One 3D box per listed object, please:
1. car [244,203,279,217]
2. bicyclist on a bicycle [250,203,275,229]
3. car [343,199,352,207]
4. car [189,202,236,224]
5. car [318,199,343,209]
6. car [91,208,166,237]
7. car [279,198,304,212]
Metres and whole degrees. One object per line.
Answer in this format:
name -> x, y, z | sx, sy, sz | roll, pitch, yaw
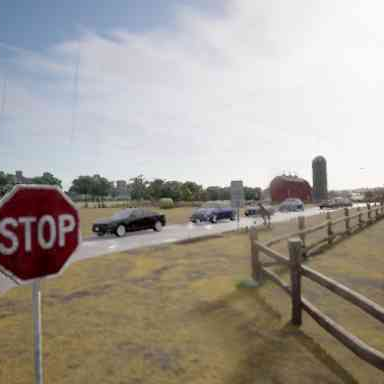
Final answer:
car -> 7.097, 1.837, 34.957 | 1.994, 1.385, 4.181 | -3, -2, 35
bicyclist on a bicycle -> 4.418, 1.502, 20.893 | 1.656, 1.620, 0.582 | -1, -1, 35
car -> 25.294, 1.808, 55.430 | 2.033, 1.411, 5.357 | -3, -2, 35
car -> 1.730, 1.612, 27.435 | 2.097, 1.767, 4.553 | -3, -2, 35
car -> 19.522, 1.799, 47.338 | 1.895, 1.301, 4.718 | -3, -2, 35
car -> -3.654, 1.723, 19.852 | 1.882, 1.535, 5.008 | -3, -2, 35
car -> 12.814, 1.643, 42.935 | 2.097, 1.767, 4.553 | -3, -2, 36
